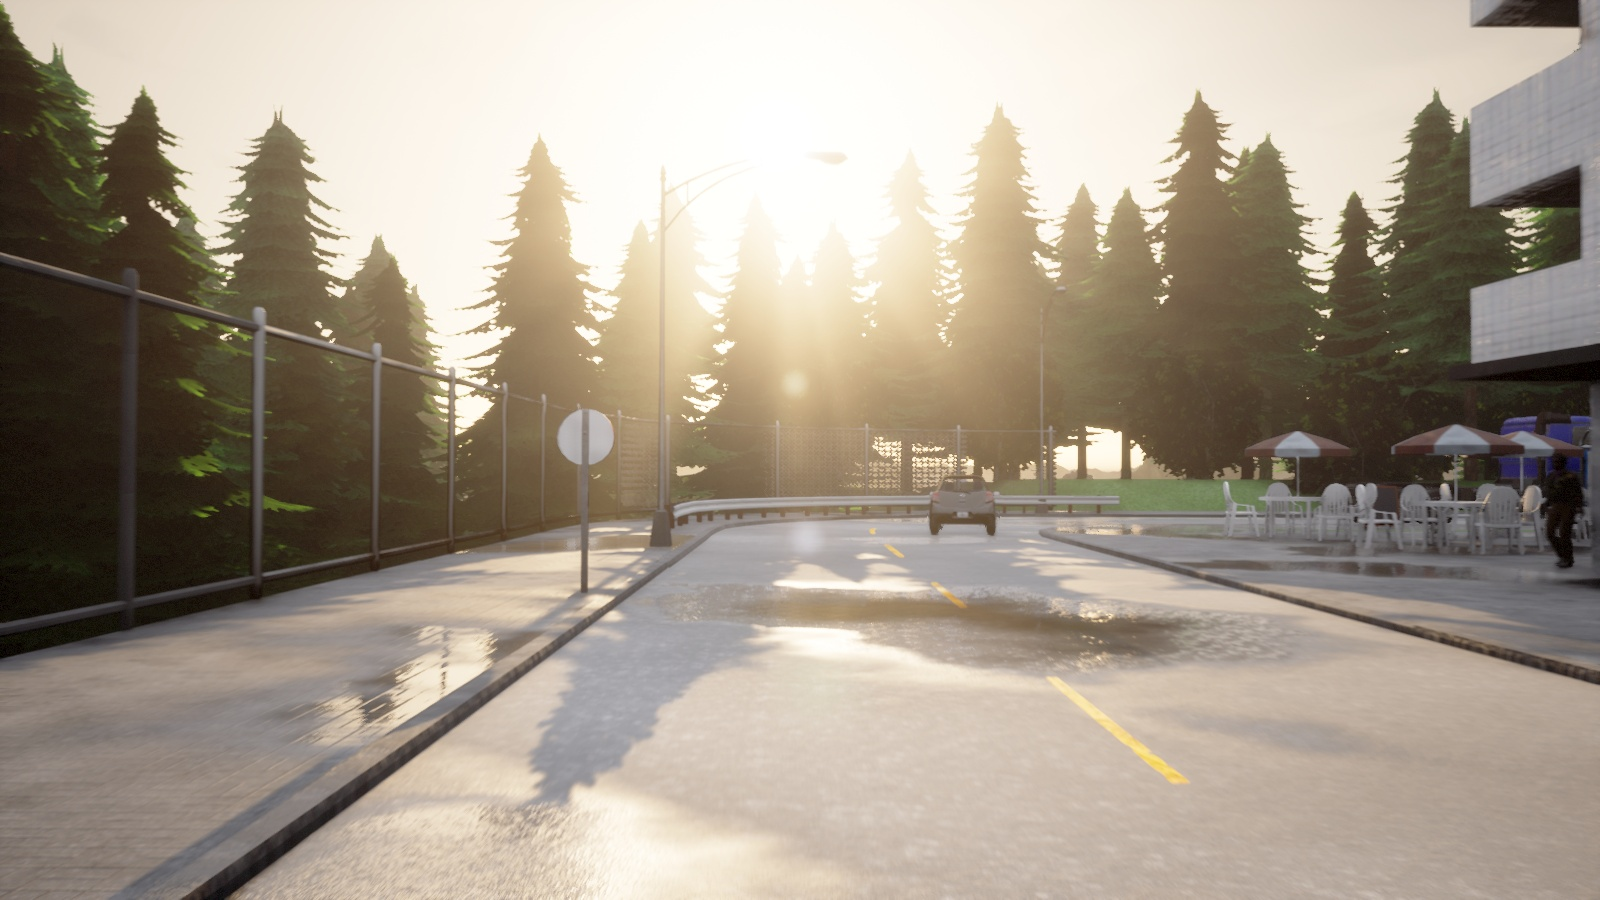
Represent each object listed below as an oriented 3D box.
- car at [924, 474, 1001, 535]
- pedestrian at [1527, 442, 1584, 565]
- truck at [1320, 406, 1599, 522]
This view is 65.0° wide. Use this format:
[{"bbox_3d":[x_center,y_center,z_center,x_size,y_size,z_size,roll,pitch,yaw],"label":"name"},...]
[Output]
[{"bbox_3d":[4.298,1.391,32.854,1.845,1.501,3.633,-1,-1,9],"label":"car"},{"bbox_3d":[12.088,0.851,20.089,0.692,1.930,0.395,0,-1,-18],"label":"pedestrian"},{"bbox_3d":[20.781,0.438,39.108,7.936,3.462,2.891,0,-1,0],"label":"truck"}]
